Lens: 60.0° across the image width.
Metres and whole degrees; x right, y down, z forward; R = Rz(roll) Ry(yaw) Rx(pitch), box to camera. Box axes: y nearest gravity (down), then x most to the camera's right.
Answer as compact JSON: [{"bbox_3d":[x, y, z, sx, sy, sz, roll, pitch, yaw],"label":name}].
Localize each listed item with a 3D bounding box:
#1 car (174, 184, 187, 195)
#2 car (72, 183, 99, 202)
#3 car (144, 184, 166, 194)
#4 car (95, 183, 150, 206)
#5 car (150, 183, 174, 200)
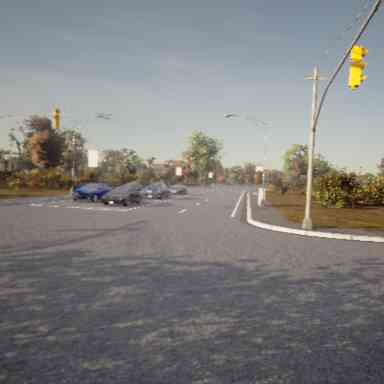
[{"bbox_3d":[-1.934,-0.361,46.840,1.812,1.442,4.674,3,2,10],"label":"car"},{"bbox_3d":[-8.525,-0.006,29.024,1.882,1.535,5.008,3,2,9],"label":"car"},{"bbox_3d":[-5.259,-0.473,48.111,1.895,1.301,4.718,3,2,10],"label":"car"},{"bbox_3d":[-5.388,0.286,26.649,2.033,1.411,5.357,3,2,9],"label":"car"},{"bbox_3d":[-3.822,-0.193,35.797,2.097,1.767,4.553,3,2,10],"label":"car"}]
